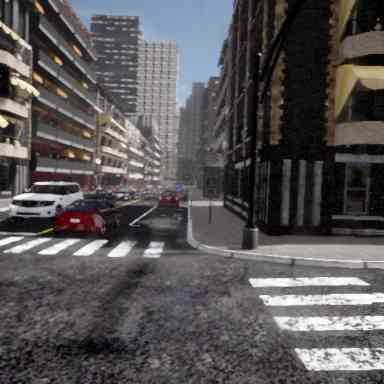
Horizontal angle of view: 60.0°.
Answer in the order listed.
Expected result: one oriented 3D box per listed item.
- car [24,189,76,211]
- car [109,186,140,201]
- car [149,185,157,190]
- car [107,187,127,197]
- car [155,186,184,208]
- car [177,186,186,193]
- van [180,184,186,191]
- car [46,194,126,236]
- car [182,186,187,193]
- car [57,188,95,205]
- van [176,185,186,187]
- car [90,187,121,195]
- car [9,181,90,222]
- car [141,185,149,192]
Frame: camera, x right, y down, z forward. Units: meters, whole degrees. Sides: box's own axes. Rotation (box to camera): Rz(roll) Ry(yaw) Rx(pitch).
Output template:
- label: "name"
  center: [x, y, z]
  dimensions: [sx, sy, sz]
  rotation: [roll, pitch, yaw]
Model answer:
- label: "car"
  center: [-10.355, 0.510, 24.656]
  dimensions: [2.008, 1.369, 4.403]
  rotation: [2, 2, 0]
- label: "car"
  center: [-7.778, 0.180, 38.515]
  dimensions: [2.128, 1.511, 4.902]
  rotation: [2, 2, 0]
- label: "car"
  center: [-10.806, -1.099, 85.439]
  dimensions: [2.008, 1.369, 4.403]
  rotation: [2, 1, 0]
- label: "car"
  center: [-10.520, -0.050, 46.760]
  dimensions: [1.802, 1.307, 4.206]
  rotation: [2, 2, 0]
- label: "car"
  center: [-2.019, 0.563, 30.244]
  dimensions: [1.967, 1.590, 4.097]
  rotation: [2, 2, 0]
- label: "car"
  center: [-2.350, -0.505, 74.453]
  dimensions: [1.887, 1.381, 4.507]
  rotation: [2, 1, 0]
- label: "van"
  center: [-2.468, -1.142, 91.025]
  dimensions: [1.690, 1.788, 3.998]
  rotation: [2, 1, 0]
- label: "car"
  center: [-4.488, 1.007, 14.741]
  dimensions: [1.994, 1.385, 4.181]
  rotation: [2, 2, 0]
- label: "car"
  center: [-2.144, 0.230, 46.824]
  dimensions: [2.008, 1.369, 4.403]
  rotation: [2, 2, 0]
- label: "car"
  center: [-10.397, 0.377, 30.182]
  dimensions: [1.947, 1.339, 4.313]
  rotation: [2, 2, 0]
- label: "van"
  center: [-2.221, -0.272, 57.870]
  dimensions: [1.690, 1.788, 3.998]
  rotation: [2, 1, 0]
- label: "car"
  center: [-7.763, 0.523, 28.328]
  dimensions: [1.994, 1.385, 4.181]
  rotation: [2, 2, 0]
- label: "car"
  center: [-7.679, 0.451, 18.261]
  dimensions: [2.150, 2.045, 5.566]
  rotation: [2, 2, -1]
- label: "car"
  center: [-10.684, -0.634, 68.863]
  dimensions: [1.802, 1.307, 4.206]
  rotation: [2, 1, 0]
